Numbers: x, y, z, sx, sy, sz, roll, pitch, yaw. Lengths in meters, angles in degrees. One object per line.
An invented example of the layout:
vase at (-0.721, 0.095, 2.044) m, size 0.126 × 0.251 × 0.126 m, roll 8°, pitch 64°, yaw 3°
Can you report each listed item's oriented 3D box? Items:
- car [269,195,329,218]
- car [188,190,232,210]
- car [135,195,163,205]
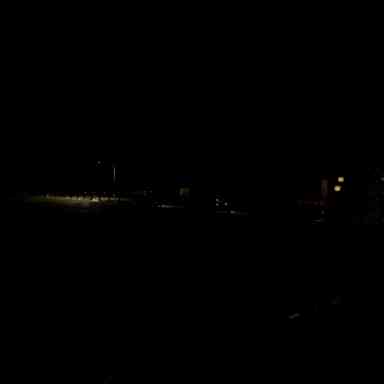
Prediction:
car at (8.187, 1.190, 26.064) m, size 1.812 × 1.442 × 4.674 m, roll 0°, pitch 0°, yaw -36°
car at (1.753, 0.774, 34.873) m, size 2.150 × 2.045 × 5.566 m, roll 0°, pitch 0°, yaw -36°
car at (-5.872, 1.018, 45.330) m, size 1.895 × 1.301 × 4.718 m, roll 0°, pitch 1°, yaw -36°
